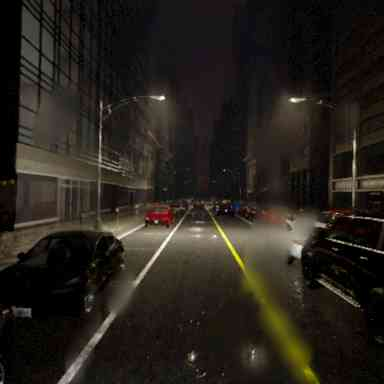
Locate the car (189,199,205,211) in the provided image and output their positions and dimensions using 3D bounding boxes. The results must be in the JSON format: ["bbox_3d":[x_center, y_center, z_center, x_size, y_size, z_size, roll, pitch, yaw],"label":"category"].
[{"bbox_3d":[1.005,2.181,49.656,1.895,1.301,4.718,1,-1,1],"label":"car"}]

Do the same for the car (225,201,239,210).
[{"bbox_3d":[6.944,2.351,57.761,1.887,1.381,4.507,1,-1,1],"label":"car"}]

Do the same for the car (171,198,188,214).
[{"bbox_3d":[-1.945,1.858,41.142,1.967,1.590,4.097,1,-1,1],"label":"car"}]

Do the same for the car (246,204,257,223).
[{"bbox_3d":[6.328,2.043,29.761,1.947,1.339,4.313,1,-1,1],"label":"car"}]

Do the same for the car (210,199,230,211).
[{"bbox_3d":[4.009,2.198,49.796,2.033,1.411,5.357,1,-1,1],"label":"car"}]

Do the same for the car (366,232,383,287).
[{"bbox_3d":[5.835,1.796,7.361,1.802,1.307,4.206,1,-1,1],"label":"car"}]

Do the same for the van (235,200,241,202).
[{"bbox_3d":[6.701,2.016,46.563,1.690,1.788,3.998,1,-1,1],"label":"van"}]

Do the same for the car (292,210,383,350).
[{"bbox_3d":[3.919,1.385,6.570,2.150,2.045,5.566,1,-1,1],"label":"car"}]

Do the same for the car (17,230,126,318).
[{"bbox_3d":[-2.686,1.589,7.538,1.947,1.339,4.313,1,-1,1],"label":"car"}]

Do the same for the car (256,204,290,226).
[{"bbox_3d":[6.207,1.851,24.162,1.967,1.590,4.097,1,-1,1],"label":"car"}]

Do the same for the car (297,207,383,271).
[{"bbox_3d":[5.963,1.595,12.964,2.192,1.841,5.009,1,-1,1],"label":"car"}]

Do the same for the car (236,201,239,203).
[{"bbox_3d":[6.574,2.190,40.961,1.802,1.307,4.206,1,-1,1],"label":"car"}]

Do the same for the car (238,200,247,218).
[{"bbox_3d":[6.453,1.983,35.362,1.967,1.590,4.097,1,-1,1],"label":"car"}]

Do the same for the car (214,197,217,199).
[{"bbox_3d":[7.682,2.748,91.362,1.887,1.381,4.507,1,-1,1],"label":"car"}]

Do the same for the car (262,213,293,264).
[{"bbox_3d":[4.090,1.759,12.535,1.812,1.442,4.674,1,-1,1],"label":"car"}]

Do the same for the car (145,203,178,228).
[{"bbox_3d":[-2.316,1.765,24.340,1.887,1.381,4.507,1,-1,1],"label":"car"}]

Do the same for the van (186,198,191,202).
[{"bbox_3d":[-1.574,1.957,57.945,1.690,1.788,3.998,1,-1,1],"label":"van"}]

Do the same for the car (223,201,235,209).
[{"bbox_3d":[7.067,2.417,63.362,1.887,1.381,4.507,1,-1,1],"label":"car"}]

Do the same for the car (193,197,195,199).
[{"bbox_3d":[-0.960,2.387,85.946,1.967,1.590,4.097,1,-1,1],"label":"car"}]

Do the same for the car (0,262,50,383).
[{"bbox_3d":[-2.809,1.525,1.938,1.947,1.339,4.313,1,-1,1],"label":"car"}]

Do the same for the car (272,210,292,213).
[{"bbox_3d":[6.081,1.911,18.561,1.947,1.339,4.313,1,-1,1],"label":"car"}]

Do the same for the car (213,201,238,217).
[{"bbox_3d":[3.837,2.087,38.939,1.994,1.385,4.181,1,-1,1],"label":"car"}]
